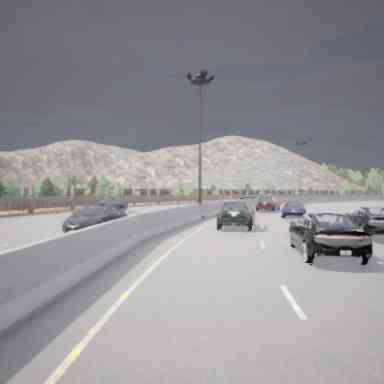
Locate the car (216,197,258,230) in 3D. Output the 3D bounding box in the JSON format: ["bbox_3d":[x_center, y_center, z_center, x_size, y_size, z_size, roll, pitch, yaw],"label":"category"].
[{"bbox_3d":[2.861,1.310,20.959,2.097,1.767,4.553,0,0,13],"label":"car"}]

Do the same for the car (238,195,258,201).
[{"bbox_3d":[11.689,1.211,68.867,1.895,1.301,4.718,0,0,40],"label":"car"}]

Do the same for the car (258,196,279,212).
[{"bbox_3d":[8.727,1.287,37.909,2.097,1.767,4.553,1,0,24],"label":"car"}]

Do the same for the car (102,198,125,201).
[{"bbox_3d":[-8.195,1.367,33.672,2.128,1.511,4.902,0,0,19],"label":"car"}]

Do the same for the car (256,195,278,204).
[{"bbox_3d":[13.571,1.387,60.047,1.882,1.535,5.008,0,0,37],"label":"car"}]

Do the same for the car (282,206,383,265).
[{"bbox_3d":[4.606,1.481,11.674,2.128,1.511,4.902,0,0,8],"label":"car"}]

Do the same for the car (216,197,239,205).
[{"bbox_3d":[6.016,1.482,55.289,1.895,1.301,4.718,0,0,33],"label":"car"}]

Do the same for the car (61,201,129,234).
[{"bbox_3d":[-5.137,1.435,18.064,1.837,1.490,4.892,0,0,12],"label":"car"}]

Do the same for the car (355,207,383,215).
[{"bbox_3d":[9.041,1.487,16.767,2.128,1.511,4.902,0,0,11],"label":"car"}]

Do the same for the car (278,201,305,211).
[{"bbox_3d":[9.160,1.526,29.800,1.994,1.385,4.181,0,0,19],"label":"car"}]
